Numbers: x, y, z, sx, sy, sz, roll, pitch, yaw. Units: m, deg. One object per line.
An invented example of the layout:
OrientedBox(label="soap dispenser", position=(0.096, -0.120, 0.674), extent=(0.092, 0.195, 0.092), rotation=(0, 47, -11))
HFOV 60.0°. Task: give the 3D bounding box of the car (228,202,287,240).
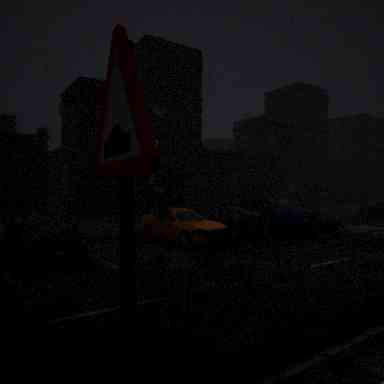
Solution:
OrientedBox(label="car", position=(1.814, 1.447, 16.258), extent=(2.231, 1.521, 4.892), rotation=(0, 0, -35))

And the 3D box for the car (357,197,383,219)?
OrientedBox(label="car", position=(15.460, 1.411, 25.846), extent=(2.231, 1.521, 4.892), rotation=(0, 0, -35))

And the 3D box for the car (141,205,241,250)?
OrientedBox(label="car", position=(-0.467, 1.451, 14.669), extent=(2.097, 1.535, 5.008), rotation=(0, 0, -35))

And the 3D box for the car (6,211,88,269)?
OrientedBox(label="car", position=(-5.115, 1.460, 11.412), extent=(2.097, 1.535, 5.008), rotation=(0, 0, -35))

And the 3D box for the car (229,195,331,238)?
OrientedBox(label="car", position=(4.100, 1.190, 17.837), extent=(2.435, 2.045, 5.566), rotation=(0, 0, -35))

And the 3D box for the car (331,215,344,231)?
OrientedBox(label="car", position=(6.376, 1.465, 19.435), extent=(2.163, 1.488, 4.792), rotation=(0, 0, -35))

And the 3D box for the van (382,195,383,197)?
OrientedBox(label="van", position=(17.663, 1.177, 27.544), extent=(1.878, 1.987, 4.442), rotation=(0, 0, -35))
